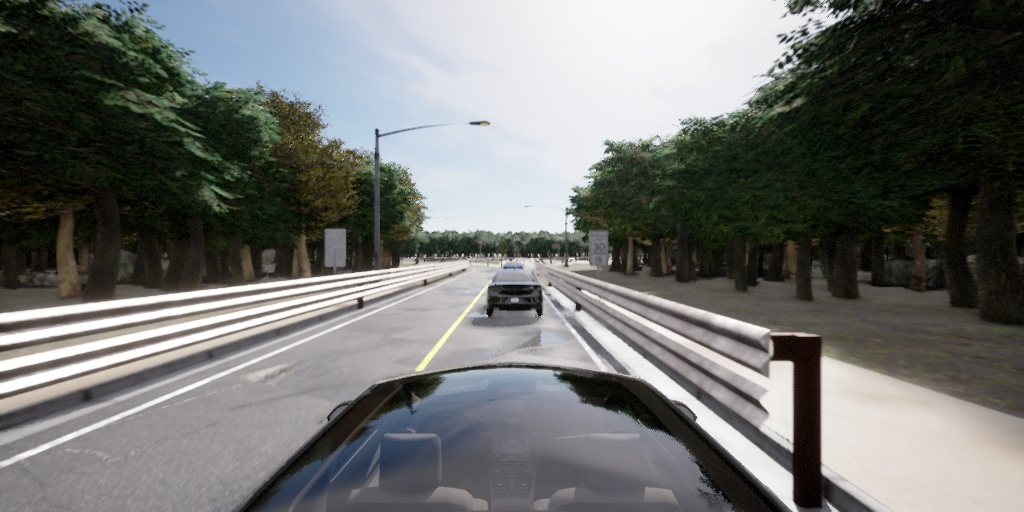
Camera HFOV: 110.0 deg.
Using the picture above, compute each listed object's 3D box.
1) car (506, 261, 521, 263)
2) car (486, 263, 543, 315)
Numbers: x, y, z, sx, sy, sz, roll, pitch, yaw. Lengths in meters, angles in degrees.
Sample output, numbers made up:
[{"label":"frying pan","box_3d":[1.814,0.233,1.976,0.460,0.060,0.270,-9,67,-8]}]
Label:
[{"label":"car","box_3d":[0.108,1.192,31.656,1.882,1.535,5.008,0,0,0]},{"label":"car","box_3d":[0.092,1.213,13.558,1.882,1.535,5.008,0,0,0]}]
